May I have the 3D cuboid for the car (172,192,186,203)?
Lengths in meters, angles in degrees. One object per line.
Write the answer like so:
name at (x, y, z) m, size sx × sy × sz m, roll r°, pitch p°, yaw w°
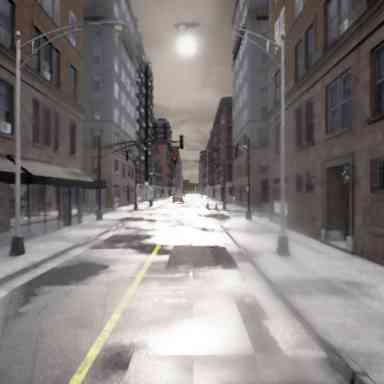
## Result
car at (-2.751, 1.117, 65.222) m, size 2.150 × 2.045 × 5.566 m, roll 0°, pitch 1°, yaw 0°
